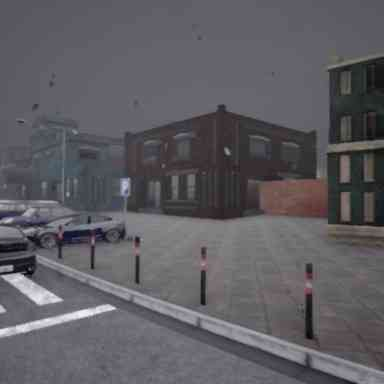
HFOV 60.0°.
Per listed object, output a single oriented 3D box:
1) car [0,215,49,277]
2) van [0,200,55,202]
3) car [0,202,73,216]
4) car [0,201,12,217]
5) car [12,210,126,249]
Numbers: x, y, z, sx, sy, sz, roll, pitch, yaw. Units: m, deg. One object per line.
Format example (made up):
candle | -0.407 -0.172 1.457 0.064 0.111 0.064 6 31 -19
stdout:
car | -6.223 1.635 9.923 1.837 1.490 4.892 2 -1 -44
van | -11.096 1.546 21.901 4.442 1.987 1.878 2 -1 -42
car | -9.051 1.638 19.828 4.553 1.767 2.185 2 -1 -42
car | -21.893 1.783 34.451 5.366 1.575 1.946 2 -1 -42
car | -5.480 1.760 15.729 4.792 1.488 2.163 2 -1 -42
